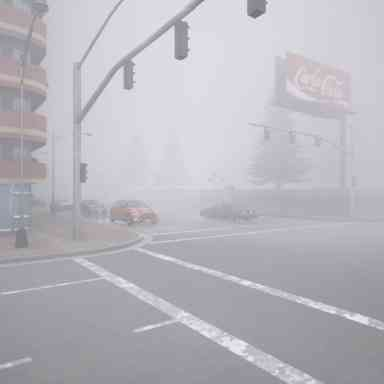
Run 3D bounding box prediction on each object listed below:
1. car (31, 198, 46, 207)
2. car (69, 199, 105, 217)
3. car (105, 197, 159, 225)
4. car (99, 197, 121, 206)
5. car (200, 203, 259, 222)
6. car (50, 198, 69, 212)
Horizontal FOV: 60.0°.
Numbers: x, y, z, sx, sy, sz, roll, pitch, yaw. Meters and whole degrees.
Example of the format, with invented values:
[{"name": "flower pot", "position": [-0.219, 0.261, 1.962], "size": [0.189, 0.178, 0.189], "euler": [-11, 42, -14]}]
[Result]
[{"name": "car", "position": [-23.993, 1.601, 51.409], "size": [1.895, 1.301, 4.718], "euler": [0, 0, -36]}, {"name": "car", "position": [-9.567, 1.491, 31.318], "size": [2.128, 1.511, 4.902], "euler": [0, 0, -36]}, {"name": "car", "position": [-4.234, 1.352, 23.949], "size": [2.097, 1.767, 4.553], "euler": [0, 0, -36]}, {"name": "car", "position": [-13.634, 1.526, 55.186], "size": [1.812, 1.442, 4.674], "euler": [0, 0, -36]}, {"name": "car", "position": [2.858, 1.547, 26.431], "size": [2.033, 1.411, 5.357], "euler": [0, 0, -36]}, {"name": "car", "position": [-15.393, 1.478, 39.386], "size": [1.882, 1.535, 5.008], "euler": [0, 0, -36]}]
